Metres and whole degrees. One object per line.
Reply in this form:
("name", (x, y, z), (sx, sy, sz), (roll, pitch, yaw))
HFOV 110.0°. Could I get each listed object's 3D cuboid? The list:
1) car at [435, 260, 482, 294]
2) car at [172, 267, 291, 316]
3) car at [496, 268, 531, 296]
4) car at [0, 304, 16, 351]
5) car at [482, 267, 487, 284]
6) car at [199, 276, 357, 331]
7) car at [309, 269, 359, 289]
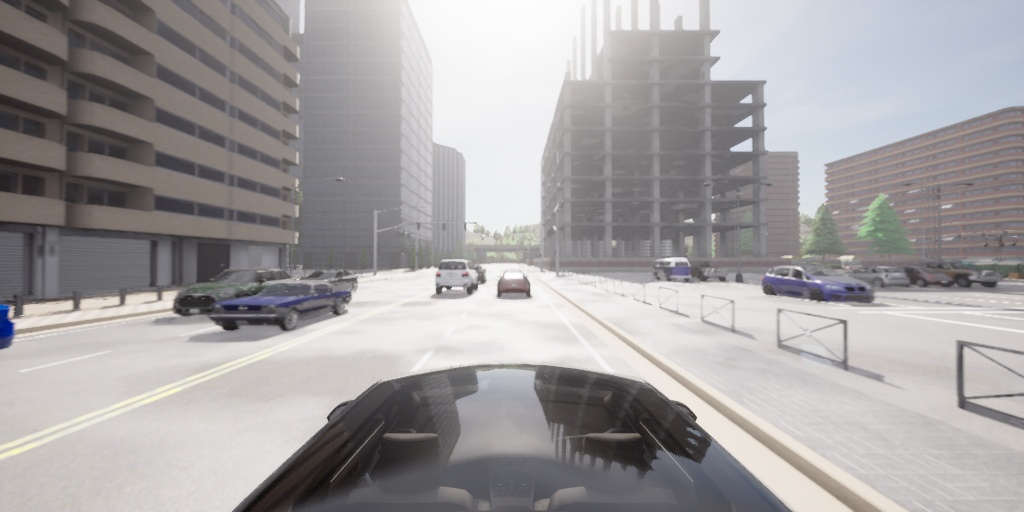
("car", (-3.398, 1.253, 22.804), (2.150, 2.045, 5.566), (0, -1, 0))
("car", (-10.500, 1.265, 14.108), (2.097, 1.767, 4.553), (0, -1, 0))
("car", (0.102, 1.580, 21.558), (1.994, 1.385, 4.181), (0, -1, 0))
("car", (-10.599, 1.266, 4.789), (1.882, 1.535, 5.008), (0, -1, 0))
("car", (-3.395, 1.512, 32.384), (2.097, 1.767, 4.553), (0, -1, 0))
("car", (-7.089, 1.482, 11.644), (1.895, 1.301, 4.718), (0, -1, 0))
("car", (-10.550, 1.506, 20.680), (1.837, 1.490, 4.892), (0, -1, 0))
